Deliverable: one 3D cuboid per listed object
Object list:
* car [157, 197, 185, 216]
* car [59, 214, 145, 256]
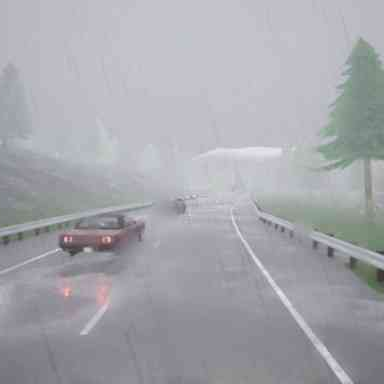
[{"bbox_3d":[-1.731,1.165,28.711,2.128,1.511,4.902,0,1,6],"label":"car"},{"bbox_3d":[-3.044,1.457,12.398,1.895,1.301,4.718,0,1,3],"label":"car"}]
